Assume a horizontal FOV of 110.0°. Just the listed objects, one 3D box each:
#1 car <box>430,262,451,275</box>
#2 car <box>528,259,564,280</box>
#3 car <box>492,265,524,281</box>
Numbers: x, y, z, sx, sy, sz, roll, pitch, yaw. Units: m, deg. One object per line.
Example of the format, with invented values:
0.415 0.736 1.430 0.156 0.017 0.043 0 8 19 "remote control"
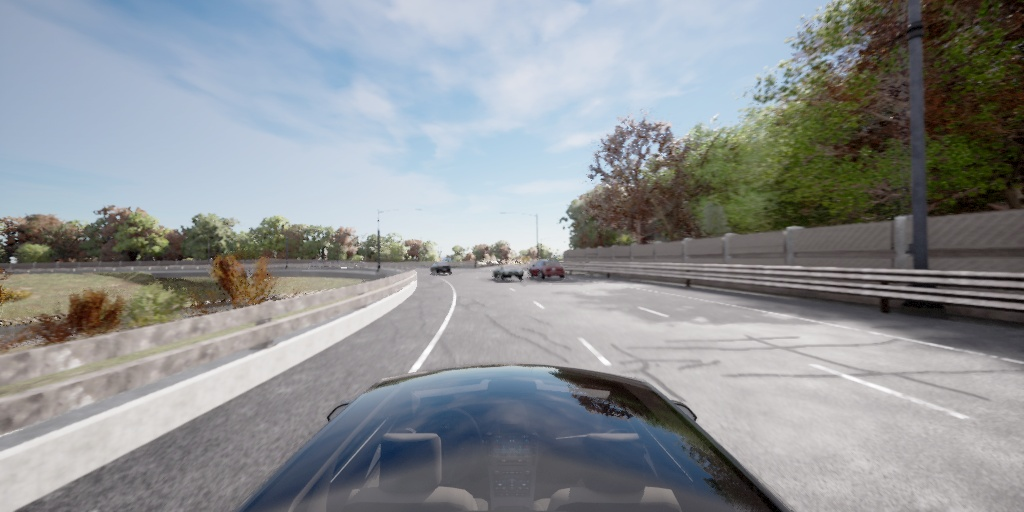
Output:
-9.116 1.546 45.672 1.882 1.535 5.008 -1 0 -24 "car"
2.987 1.133 32.317 2.097 1.767 4.553 -1 0 -15 "car"
-0.454 1.451 31.637 1.895 1.301 4.718 -1 0 -15 "car"
